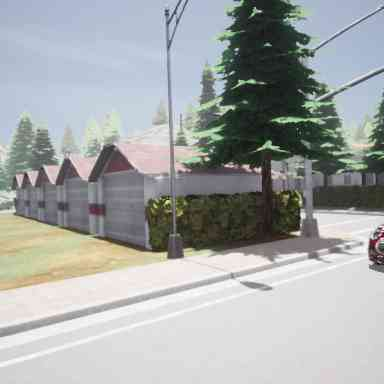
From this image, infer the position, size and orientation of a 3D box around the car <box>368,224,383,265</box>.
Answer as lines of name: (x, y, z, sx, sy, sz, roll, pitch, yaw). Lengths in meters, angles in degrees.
car: (6.649, 1.000, 8.821, 4.553, 1.767, 2.097, -1, 0, -36)
